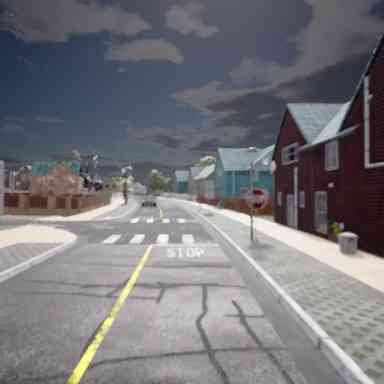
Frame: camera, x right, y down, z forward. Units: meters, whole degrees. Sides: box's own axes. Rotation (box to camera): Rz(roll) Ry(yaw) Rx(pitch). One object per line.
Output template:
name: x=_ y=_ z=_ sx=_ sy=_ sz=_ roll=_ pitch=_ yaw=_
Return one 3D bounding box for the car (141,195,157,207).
car: x=-6.003 y=1.172 z=46.462 sx=2.097 sy=1.767 sz=4.553 roll=0 pitch=0 yaw=-8
